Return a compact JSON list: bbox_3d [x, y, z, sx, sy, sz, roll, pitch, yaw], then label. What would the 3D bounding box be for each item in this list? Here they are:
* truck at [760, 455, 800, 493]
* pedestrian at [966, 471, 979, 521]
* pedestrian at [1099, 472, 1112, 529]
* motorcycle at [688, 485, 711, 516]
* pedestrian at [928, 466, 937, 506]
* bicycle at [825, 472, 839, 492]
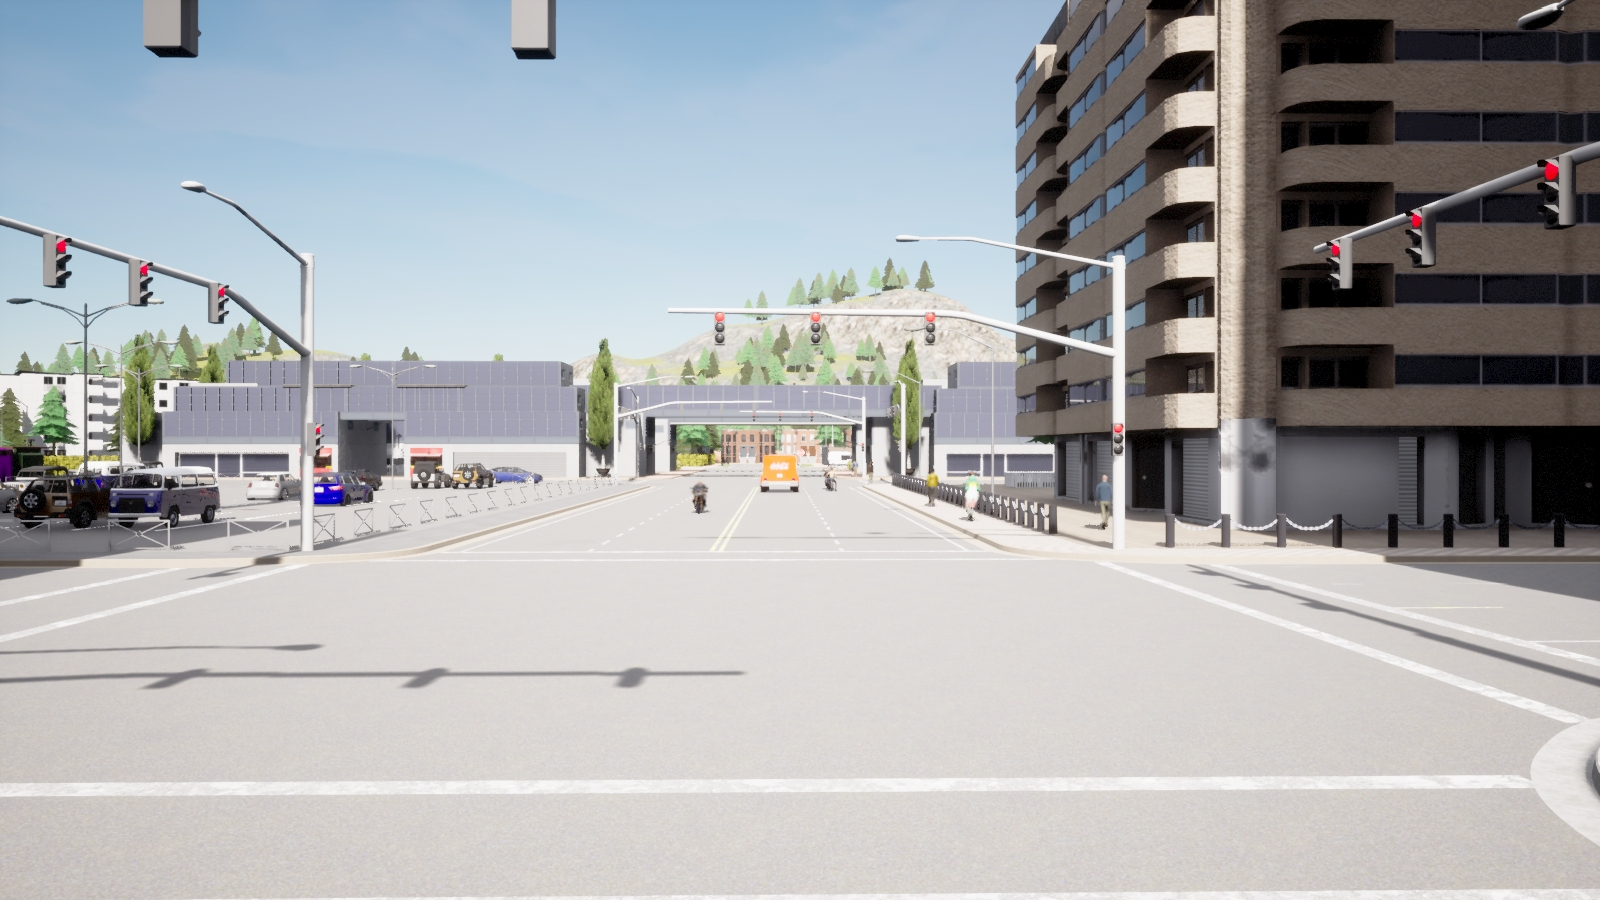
[{"bbox_3d":[-1.366,1.564,77.071,2.627,2.467,5.204,0,0,-1],"label":"truck"},{"bbox_3d":[6.382,1.695,42.312,0.375,1.860,0.375,0,0,-7],"label":"pedestrian"},{"bbox_3d":[9.983,1.648,37.348,0.375,1.860,0.375,0,0,19],"label":"pedestrian"},{"bbox_3d":[-4.400,2.205,50.244,0.867,1.251,2.209,0,0,-1],"label":"motorcycle"},{"bbox_3d":[6.178,1.695,53.413,0.375,1.860,0.375,0,0,-2],"label":"pedestrian"},{"bbox_3d":[2.134,2.158,77.288,0.859,1.276,1.487,0,0,-1],"label":"bicycle"}]
